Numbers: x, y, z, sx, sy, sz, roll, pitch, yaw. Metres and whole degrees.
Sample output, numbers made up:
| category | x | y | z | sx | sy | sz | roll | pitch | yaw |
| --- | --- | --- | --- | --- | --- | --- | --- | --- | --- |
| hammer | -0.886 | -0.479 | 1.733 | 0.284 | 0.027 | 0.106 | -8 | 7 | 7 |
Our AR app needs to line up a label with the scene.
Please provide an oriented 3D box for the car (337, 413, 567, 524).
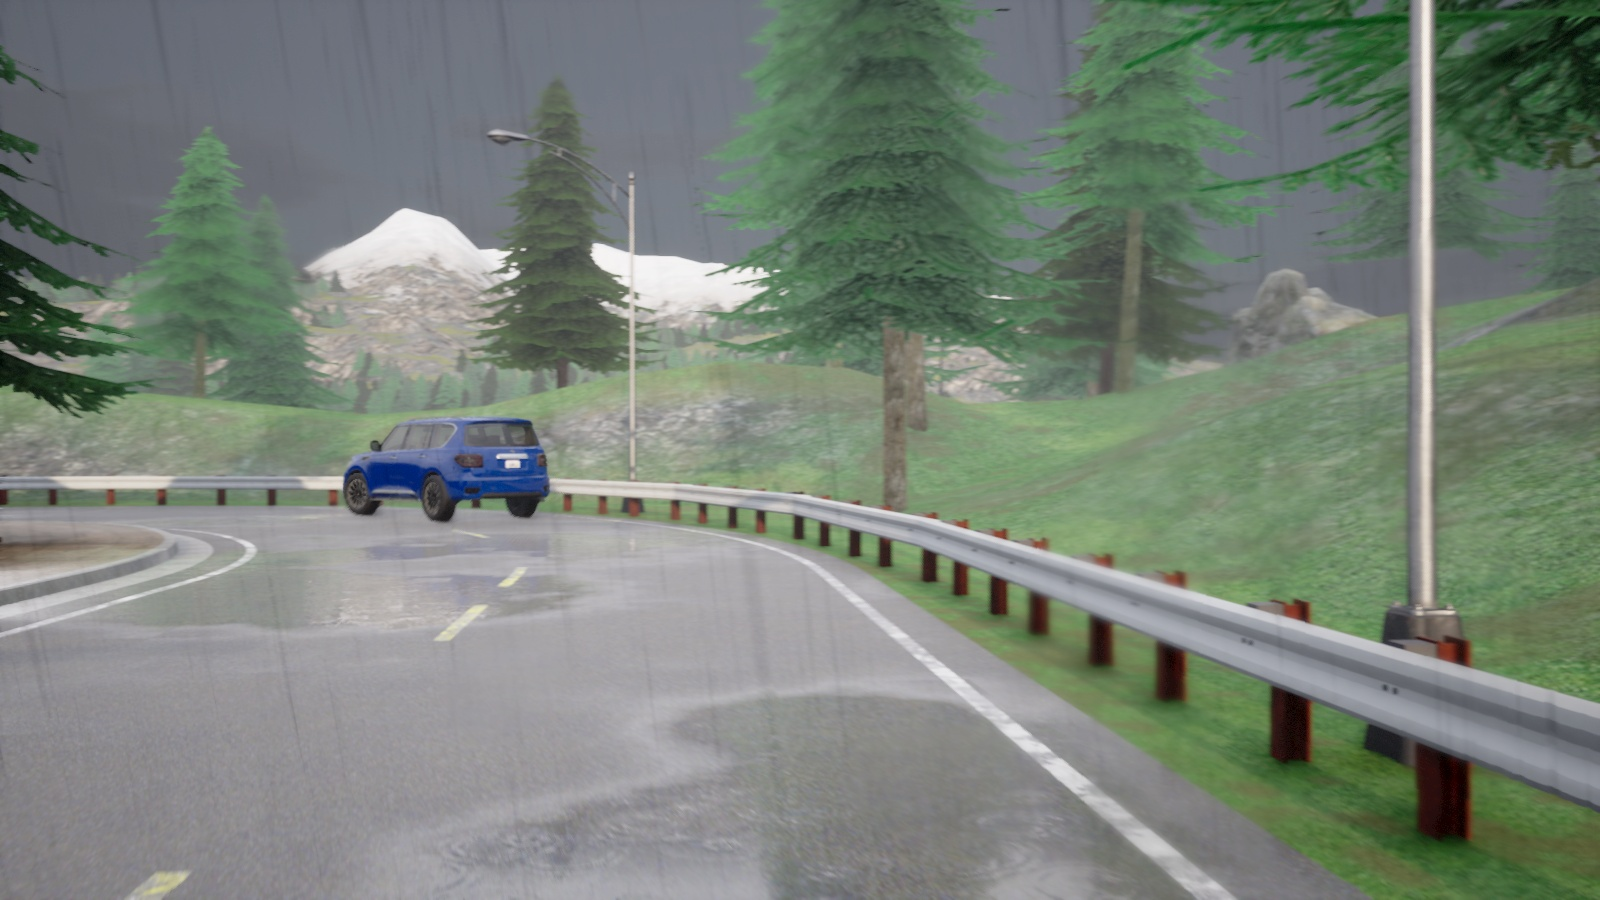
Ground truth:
| category | x | y | z | sx | sy | sz | roll | pitch | yaw |
| --- | --- | --- | --- | --- | --- | --- | --- | --- | --- |
| car | -7.290 | 0.338 | 25.913 | 2.150 | 2.045 | 5.566 | 0 | 0 | -44 |
